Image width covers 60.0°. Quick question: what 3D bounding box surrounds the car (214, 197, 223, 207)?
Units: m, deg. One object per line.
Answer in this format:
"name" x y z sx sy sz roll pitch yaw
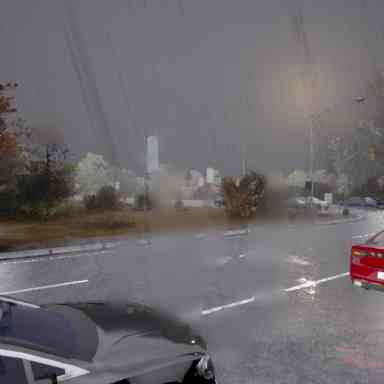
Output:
"car" 5.056 1.296 44.561 1.837 1.490 4.892 -1 0 -39

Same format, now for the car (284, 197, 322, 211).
"car" 11.113 1.334 37.009 2.033 1.411 5.357 -1 0 -39

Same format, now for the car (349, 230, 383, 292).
"car" 5.709 1.445 7.814 5.008 1.535 1.882 0 0 -36

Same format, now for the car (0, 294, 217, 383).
"car" -2.007 1.492 2.299 4.902 1.511 2.128 0 0 -35

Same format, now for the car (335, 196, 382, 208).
"car" 20.866 1.239 41.951 2.033 1.411 5.357 -1 0 -39

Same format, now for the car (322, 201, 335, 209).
"car" 13.898 1.281 39.162 1.812 1.442 4.674 -1 0 -39
